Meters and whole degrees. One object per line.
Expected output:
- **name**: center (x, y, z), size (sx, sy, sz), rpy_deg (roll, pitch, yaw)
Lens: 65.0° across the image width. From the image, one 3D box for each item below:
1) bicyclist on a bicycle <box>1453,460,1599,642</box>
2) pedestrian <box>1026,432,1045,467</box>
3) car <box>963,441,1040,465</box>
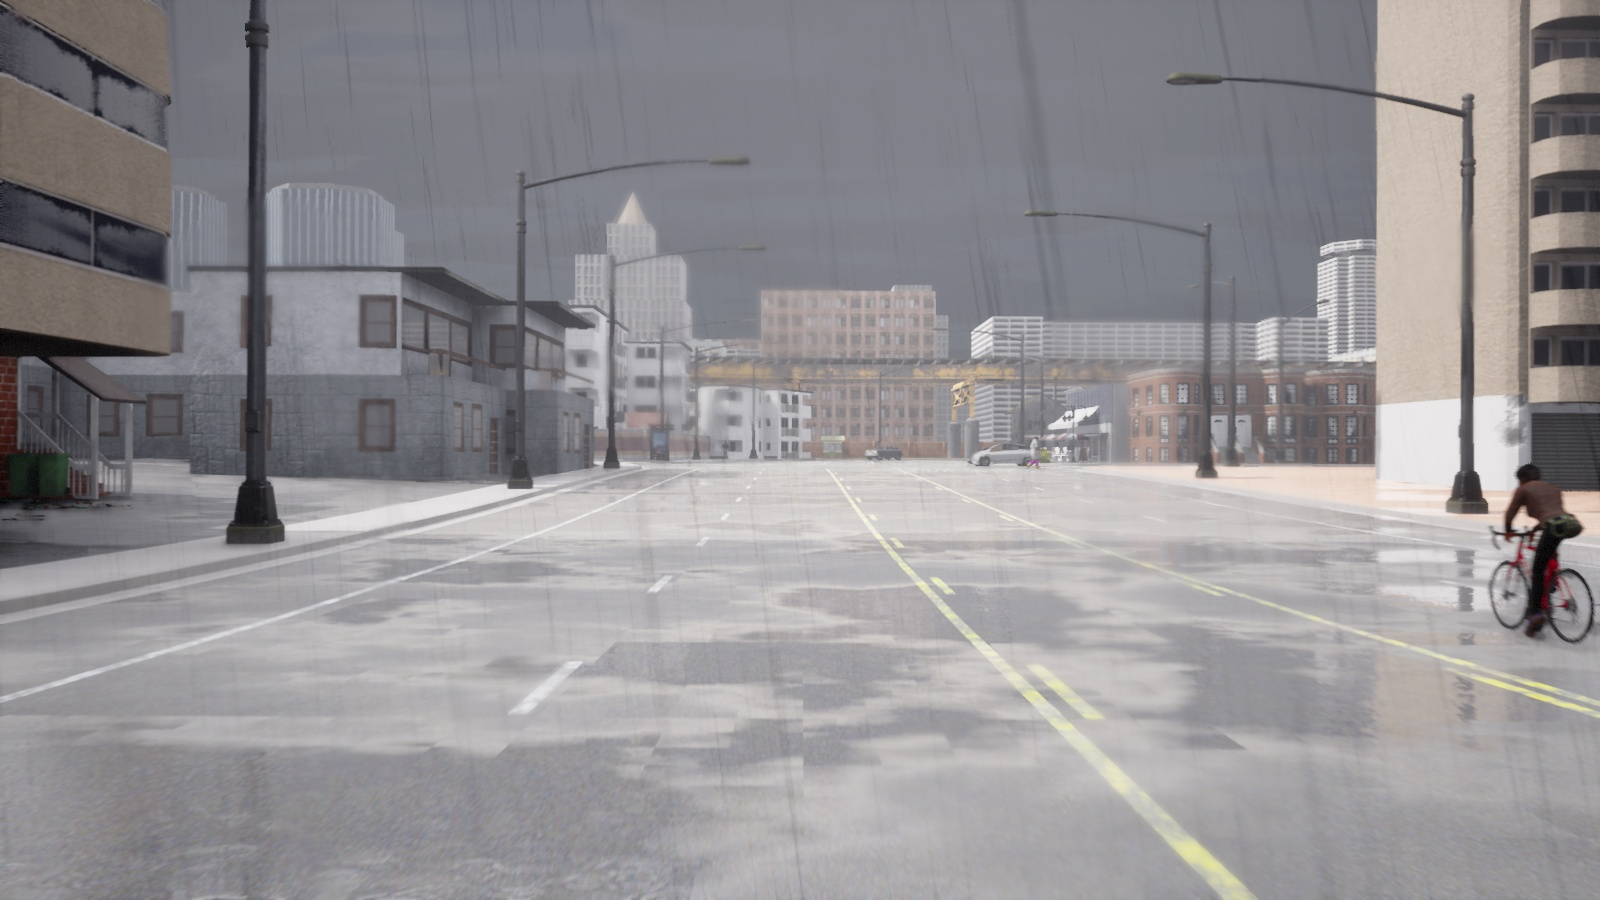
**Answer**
- **bicyclist on a bicycle**: center (6.972, 0.909, 11.996), size (0.582, 1.620, 1.656), rpy_deg (0, -1, 0)
- **pedestrian**: center (13.113, -0.009, 69.947), size (0.873, 1.952, 0.659), rpy_deg (0, 0, -4)
- **car**: center (12.941, 0.184, 80.633), size (4.514, 1.525, 2.007), rpy_deg (0, 0, -6)
